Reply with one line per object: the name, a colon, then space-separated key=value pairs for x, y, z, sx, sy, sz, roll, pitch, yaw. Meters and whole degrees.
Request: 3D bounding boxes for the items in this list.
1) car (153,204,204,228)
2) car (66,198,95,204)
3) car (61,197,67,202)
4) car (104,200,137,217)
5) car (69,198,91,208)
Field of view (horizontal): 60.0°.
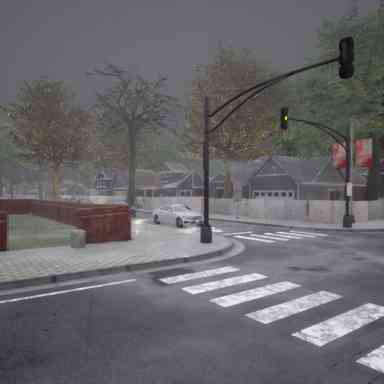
car: x=-1.022 y=1.547 z=22.634 sx=1.812 sy=1.442 sz=4.674 roll=0 pitch=0 yaw=-36
car: x=-12.849 y=1.530 z=39.182 sx=1.882 sy=1.535 sz=5.008 roll=0 pitch=0 yaw=-35
car: x=-22.394 y=1.601 z=57.395 sx=2.128 sy=1.511 sz=4.902 roll=0 pitch=0 yaw=-36
car: x=-6.861 y=1.513 z=30.802 sx=1.882 sy=1.535 sz=5.008 roll=0 pitch=0 yaw=-36
car: x=-16.733 y=1.654 z=49.588 sx=1.994 sy=1.385 sz=4.181 roll=0 pitch=0 yaw=-35
